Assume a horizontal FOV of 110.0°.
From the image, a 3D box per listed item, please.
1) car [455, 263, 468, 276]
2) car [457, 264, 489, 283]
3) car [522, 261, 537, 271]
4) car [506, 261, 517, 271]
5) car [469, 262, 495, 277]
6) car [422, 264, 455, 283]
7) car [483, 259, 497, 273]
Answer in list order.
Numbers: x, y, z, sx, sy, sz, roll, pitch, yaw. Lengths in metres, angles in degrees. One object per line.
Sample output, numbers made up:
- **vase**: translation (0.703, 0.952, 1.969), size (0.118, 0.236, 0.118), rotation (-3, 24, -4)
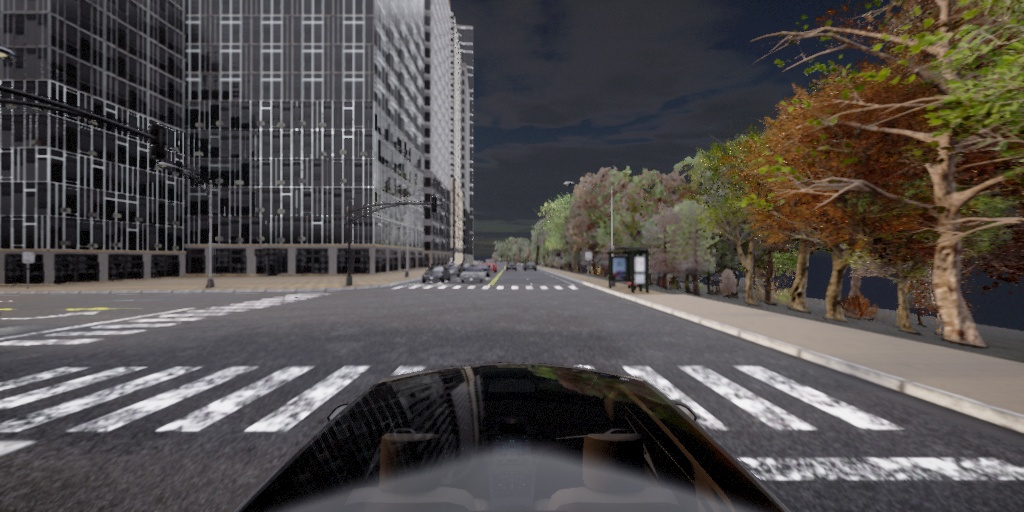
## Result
- **car**: translation (-6.650, 1.644, 41.076), size (2.128, 1.511, 4.902), rotation (0, -1, 0)
- **car**: translation (-3.387, 1.660, 31.976), size (1.895, 1.301, 4.718), rotation (0, -1, 0)
- **car**: translation (3.168, 1.717, 62.142), size (2.097, 1.767, 4.553), rotation (0, -1, 0)
- **car**: translation (-0.082, 1.871, 62.230), size (1.837, 1.490, 4.892), rotation (0, -1, 0)
- **car**: translation (-3.402, 1.706, 41.626), size (2.033, 1.411, 5.357), rotation (0, -1, 0)
- **car**: translation (-6.637, 1.584, 31.902), size (1.812, 1.442, 4.674), rotation (0, -1, 0)
- **car**: translation (-3.407, 1.510, 54.309), size (2.150, 2.045, 5.566), rotation (0, -1, 0)
